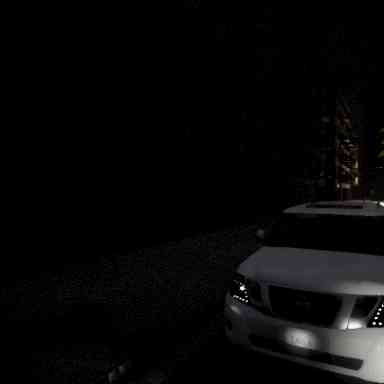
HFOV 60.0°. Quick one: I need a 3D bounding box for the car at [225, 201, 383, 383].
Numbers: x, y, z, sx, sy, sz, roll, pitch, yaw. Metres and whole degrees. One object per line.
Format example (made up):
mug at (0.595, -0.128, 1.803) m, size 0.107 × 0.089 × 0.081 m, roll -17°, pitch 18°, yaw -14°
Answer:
car at (2.546, 1.221, 5.939) m, size 2.150 × 2.045 × 5.566 m, roll 0°, pitch 0°, yaw 30°
